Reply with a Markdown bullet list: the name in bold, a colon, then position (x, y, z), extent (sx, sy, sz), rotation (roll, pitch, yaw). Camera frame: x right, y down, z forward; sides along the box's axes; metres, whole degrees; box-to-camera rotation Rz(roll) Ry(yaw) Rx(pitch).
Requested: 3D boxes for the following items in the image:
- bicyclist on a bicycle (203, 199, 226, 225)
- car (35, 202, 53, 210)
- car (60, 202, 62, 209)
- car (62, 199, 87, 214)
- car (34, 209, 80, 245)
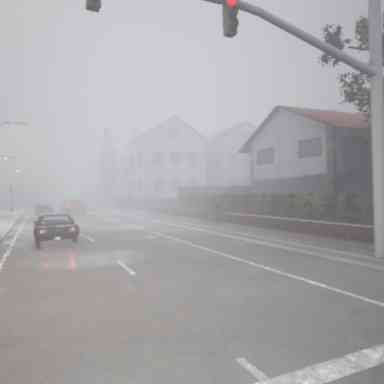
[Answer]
- **bicyclist on a bicycle**: position (1.382, 1.240, 20.870), extent (1.656, 1.620, 0.582), rotation (-2, 0, -25)
- **car**: position (-18.144, 1.991, 40.842), extent (1.812, 1.442, 4.674), rotation (-2, 0, -24)
- **car**: position (-18.337, 1.813, 49.417), extent (2.097, 1.767, 4.553), rotation (-2, 0, -25)
- **car**: position (-14.131, 1.705, 40.346), extent (2.097, 1.767, 4.553), rotation (-2, 0, -25)
- **car**: position (-6.896, 1.776, 16.743), extent (1.895, 1.301, 4.718), rotation (-2, 0, -25)
